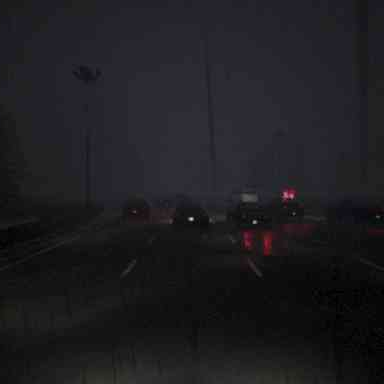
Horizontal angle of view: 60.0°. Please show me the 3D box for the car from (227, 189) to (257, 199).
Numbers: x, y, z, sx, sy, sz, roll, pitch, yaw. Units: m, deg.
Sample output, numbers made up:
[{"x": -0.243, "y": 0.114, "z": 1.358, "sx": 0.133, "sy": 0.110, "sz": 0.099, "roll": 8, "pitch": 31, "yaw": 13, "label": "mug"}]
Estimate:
[{"x": 6.436, "y": 0.684, "z": 42.659, "sx": 2.150, "sy": 2.045, "sz": 5.566, "roll": 0, "pitch": 1, "yaw": -17, "label": "car"}]

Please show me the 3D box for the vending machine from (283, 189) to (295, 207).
[{"x": 11.474, "y": 0.701, "z": 39.233, "sx": 1.100, "sy": 2.100, "sz": 0.880, "roll": 0, "pitch": 1, "yaw": -14, "label": "vending machine"}]

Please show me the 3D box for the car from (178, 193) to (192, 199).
[{"x": -1.438, "y": 0.948, "z": 44.208, "sx": 1.837, "sy": 1.490, "sz": 4.892, "roll": 1, "pitch": 0, "yaw": -19, "label": "car"}]

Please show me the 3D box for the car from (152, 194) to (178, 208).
[{"x": -3.432, "y": 1.107, "z": 39.170, "sx": 1.895, "sy": 1.301, "sz": 4.718, "roll": 0, "pitch": 1, "yaw": -16, "label": "car"}]

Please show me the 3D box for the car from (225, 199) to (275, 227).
[{"x": 3.298, "y": 1.341, "z": 20.528, "sx": 1.895, "sy": 1.301, "sz": 4.718, "roll": 0, "pitch": 1, "yaw": -4, "label": "car"}]

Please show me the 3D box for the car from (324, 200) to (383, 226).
[{"x": 10.226, "y": 1.211, "z": 21.110, "sx": 1.882, "sy": 1.535, "sz": 5.008, "roll": 0, "pitch": 1, "yaw": -4, "label": "car"}]

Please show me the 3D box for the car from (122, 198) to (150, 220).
[{"x": -4.204, "y": 1.161, "z": 25.046, "sx": 1.882, "sy": 1.535, "sz": 5.008, "roll": 0, "pitch": 1, "yaw": -7, "label": "car"}]

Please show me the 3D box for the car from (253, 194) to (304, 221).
[{"x": 6.429, "y": 1.185, "z": 24.238, "sx": 2.128, "sy": 1.511, "sz": 4.902, "roll": 0, "pitch": 1, "yaw": -6, "label": "car"}]

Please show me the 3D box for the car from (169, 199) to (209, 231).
[{"x": -0.161, "y": 1.324, "z": 18.935, "sx": 1.994, "sy": 1.385, "sz": 4.181, "roll": 0, "pitch": 1, "yaw": -3, "label": "car"}]
